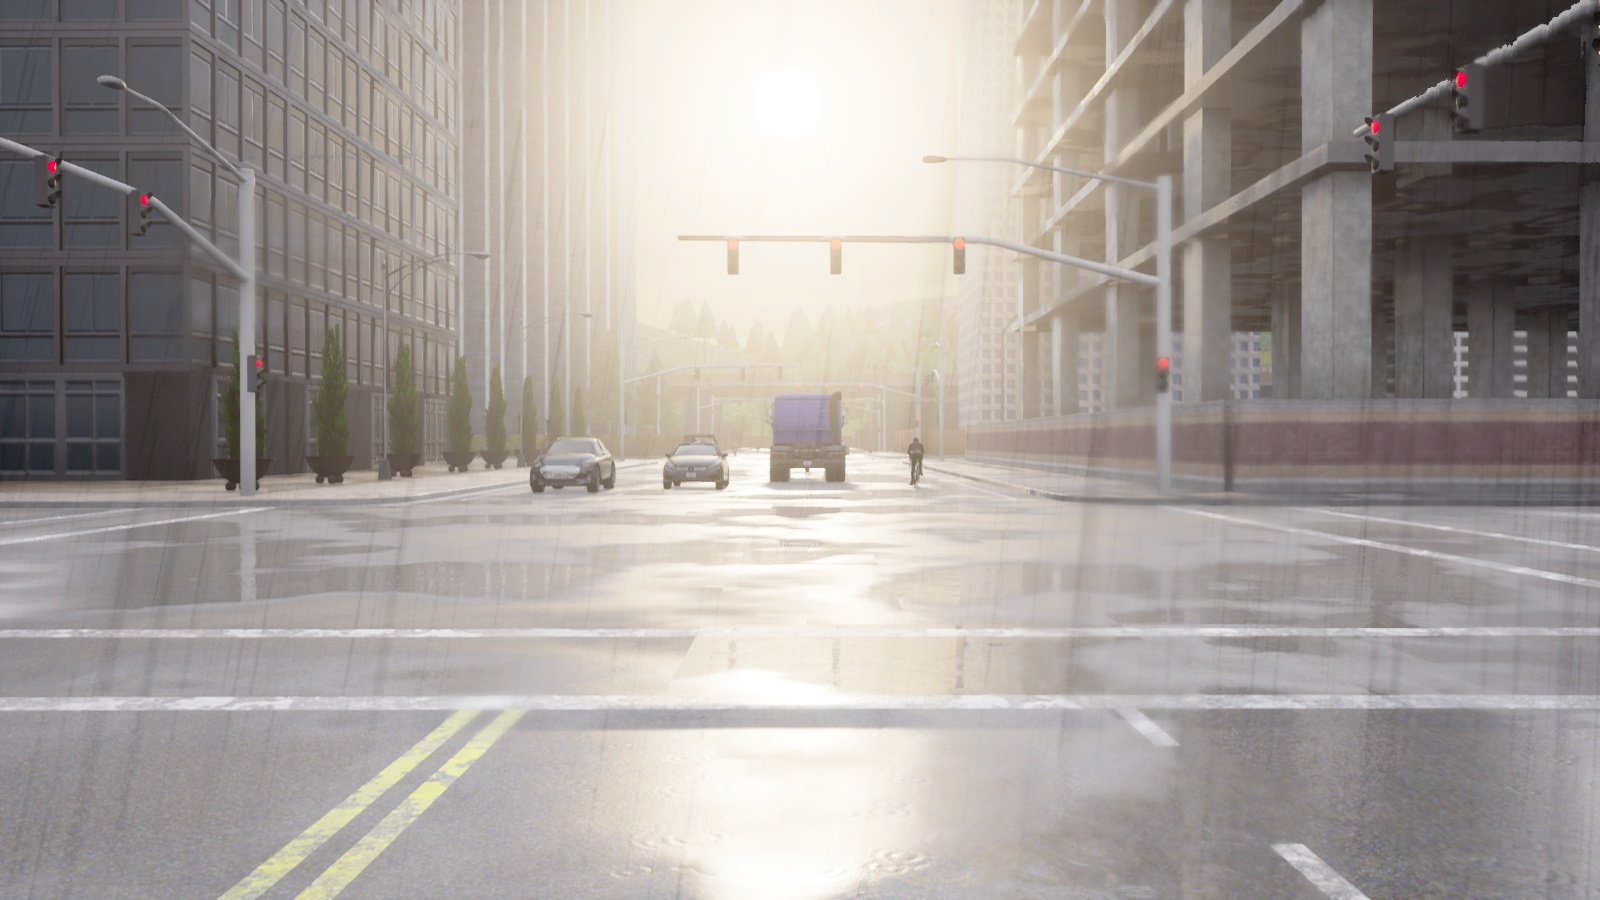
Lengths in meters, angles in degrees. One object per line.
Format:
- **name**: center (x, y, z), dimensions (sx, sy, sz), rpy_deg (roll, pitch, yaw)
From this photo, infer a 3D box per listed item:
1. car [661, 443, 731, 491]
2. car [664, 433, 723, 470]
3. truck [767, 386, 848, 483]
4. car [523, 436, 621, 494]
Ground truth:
- **car**: center (-3.261, 0.489, 40.082), dimensions (1.812, 1.442, 4.674), rpy_deg (0, 0, 0)
- **car**: center (-5.558, 0.076, 66.006), dimensions (1.905, 1.878, 3.866), rpy_deg (0, 0, 14)
- **truck**: center (0.286, -0.575, 48.478), dimensions (2.891, 3.462, 7.936), rpy_deg (0, 0, 0)
- **car**: center (-6.774, 0.406, 37.850), dimensions (2.033, 1.649, 4.856), rpy_deg (0, 0, 0)
